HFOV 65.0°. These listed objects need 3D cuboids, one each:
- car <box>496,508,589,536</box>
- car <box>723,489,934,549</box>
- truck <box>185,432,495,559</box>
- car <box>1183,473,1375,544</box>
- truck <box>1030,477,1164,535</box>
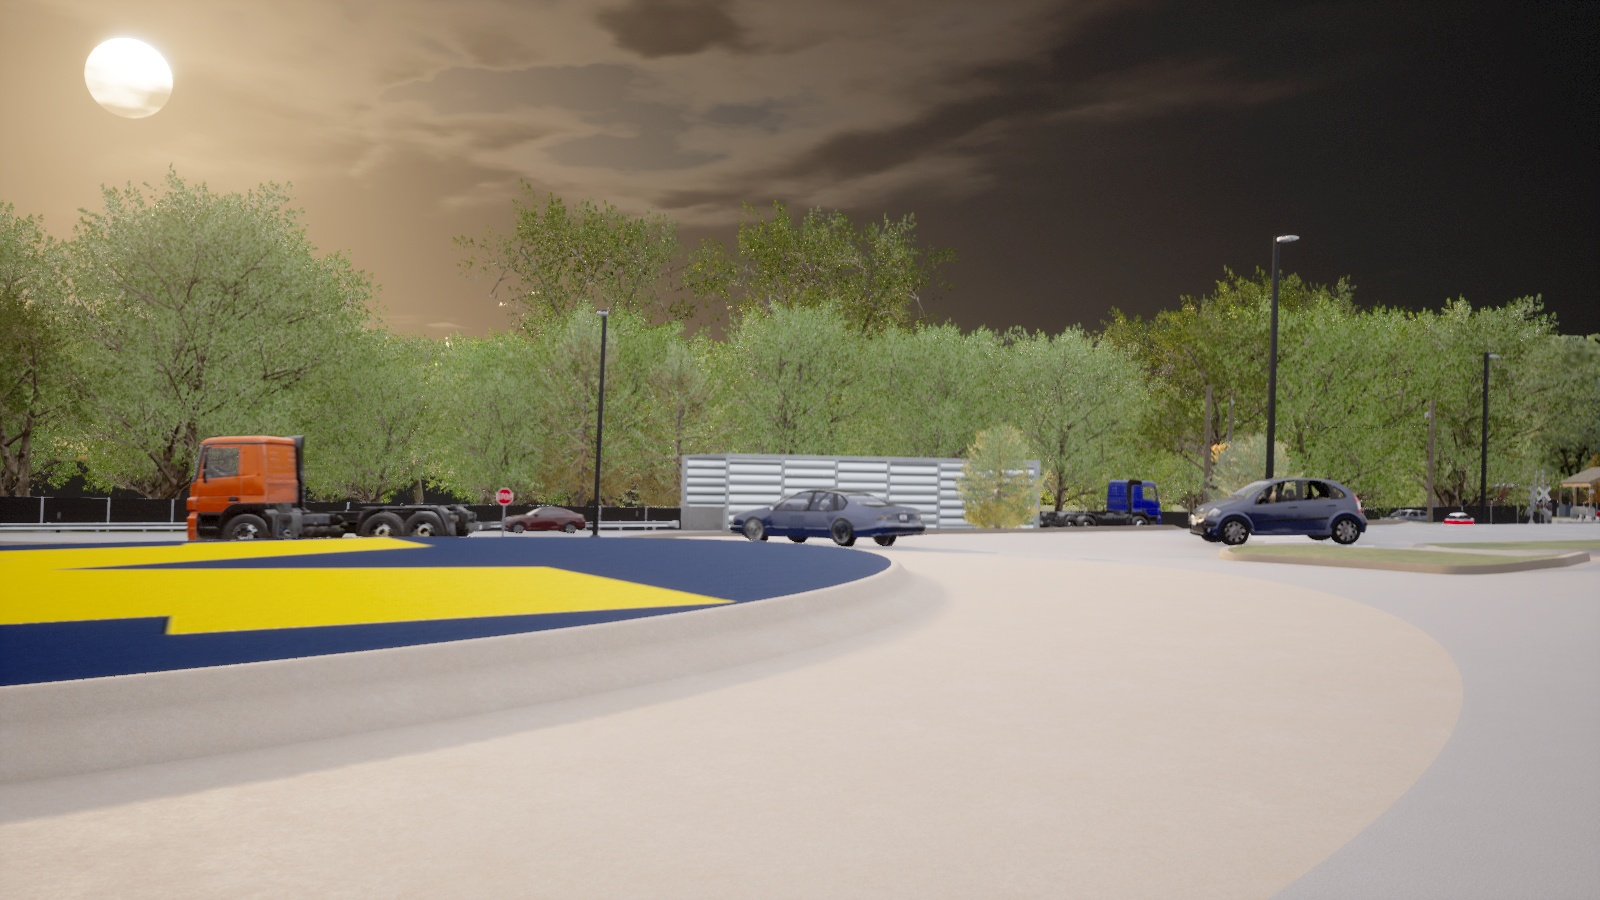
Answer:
[{"bbox_3d":[-14.075,3.908,68.687,4.674,1.442,1.812,1,-1,-25],"label":"car"},{"bbox_3d":[0.639,1.727,32.009,5.357,1.411,2.033,-2,-4,42],"label":"car"},{"bbox_3d":[-13.192,1.305,36.488,7.936,3.462,2.891,-1,-2,-1],"label":"truck"},{"bbox_3d":[11.709,1.412,30.899,3.988,1.617,1.851,-1,-1,-1],"label":"car"},{"bbox_3d":[18.549,3.462,78.383,7.936,3.462,2.891,1,-1,-22],"label":"truck"}]
